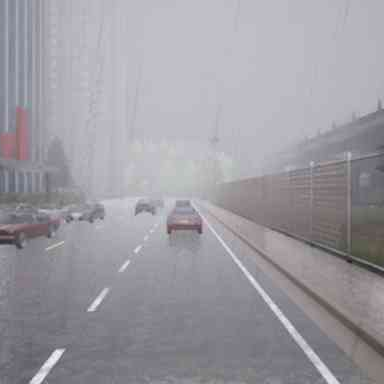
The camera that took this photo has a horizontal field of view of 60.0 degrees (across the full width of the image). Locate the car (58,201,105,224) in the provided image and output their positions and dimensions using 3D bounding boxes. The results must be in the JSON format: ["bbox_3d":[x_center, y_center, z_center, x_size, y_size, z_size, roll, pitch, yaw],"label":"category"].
[{"bbox_3d":[-7.716,1.425,24.468,2.128,1.511,4.902,0,0,-1],"label":"car"}]

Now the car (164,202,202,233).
[{"bbox_3d":[-0.445,1.522,19.521,1.994,1.385,4.181,0,0,-2],"label":"car"}]

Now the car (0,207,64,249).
[{"bbox_3d":[-7.482,1.556,14.453,1.895,1.301,4.718,0,0,-2],"label":"car"}]

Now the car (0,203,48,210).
[{"bbox_3d":[-11.129,1.427,20.467,2.128,1.511,4.902,0,0,-1],"label":"car"}]

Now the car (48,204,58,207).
[{"bbox_3d":[-11.230,1.590,25.633,1.895,1.301,4.718,0,0,-2],"label":"car"}]

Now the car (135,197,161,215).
[{"bbox_3d":[-4.425,1.429,32.624,1.837,1.490,4.892,0,0,-1],"label":"car"}]

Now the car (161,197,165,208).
[{"bbox_3d":[-4.782,1.386,45.748,2.128,1.511,4.902,0,0,-1],"label":"car"}]

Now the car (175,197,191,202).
[{"bbox_3d":[-1.133,1.387,42.133,1.882,1.535,5.008,0,0,-1],"label":"car"}]
